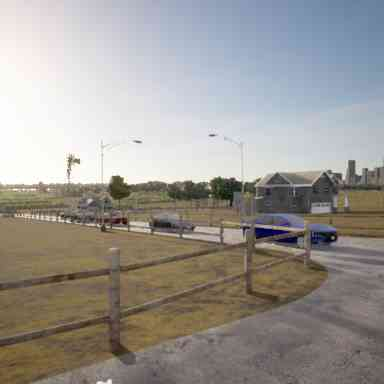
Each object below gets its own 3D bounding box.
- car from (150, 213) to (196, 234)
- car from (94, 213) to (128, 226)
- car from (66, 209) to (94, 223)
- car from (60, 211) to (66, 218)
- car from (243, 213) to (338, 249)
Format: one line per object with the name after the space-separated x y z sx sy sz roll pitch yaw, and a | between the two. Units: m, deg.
-1.610 2.328 25.543 1.812 1.442 4.674 0 -2 -36 | car
-8.311 2.871 34.921 1.895 1.301 4.718 0 -2 -36 | car
-14.347 3.057 43.410 2.097 1.767 4.553 0 -2 -35 | car
-21.906 3.998 58.984 1.994 1.385 4.181 0 -2 -36 | car
4.744 1.848 16.664 1.882 1.535 5.008 0 -2 -36 | car
